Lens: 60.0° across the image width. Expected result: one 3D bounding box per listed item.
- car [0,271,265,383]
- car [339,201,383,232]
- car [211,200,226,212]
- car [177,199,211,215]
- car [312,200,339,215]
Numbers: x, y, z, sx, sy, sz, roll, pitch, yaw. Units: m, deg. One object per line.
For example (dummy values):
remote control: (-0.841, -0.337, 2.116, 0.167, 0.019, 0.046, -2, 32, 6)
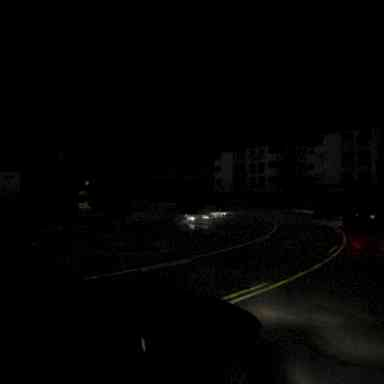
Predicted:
car: (-1.454, 1.484, 2.890, 5.008, 1.535, 1.882, 1, 0, -38)
car: (10.755, 1.432, 20.711, 2.097, 1.767, 4.553, 0, 0, 17)
car: (1.988, 1.670, 40.580, 2.033, 1.411, 5.357, 0, 0, -29)
car: (-0.093, 1.584, 36.257, 1.882, 1.535, 5.008, 1, 0, -22)
car: (14.715, 1.623, 35.542, 2.128, 1.511, 4.902, 0, 0, -9)
